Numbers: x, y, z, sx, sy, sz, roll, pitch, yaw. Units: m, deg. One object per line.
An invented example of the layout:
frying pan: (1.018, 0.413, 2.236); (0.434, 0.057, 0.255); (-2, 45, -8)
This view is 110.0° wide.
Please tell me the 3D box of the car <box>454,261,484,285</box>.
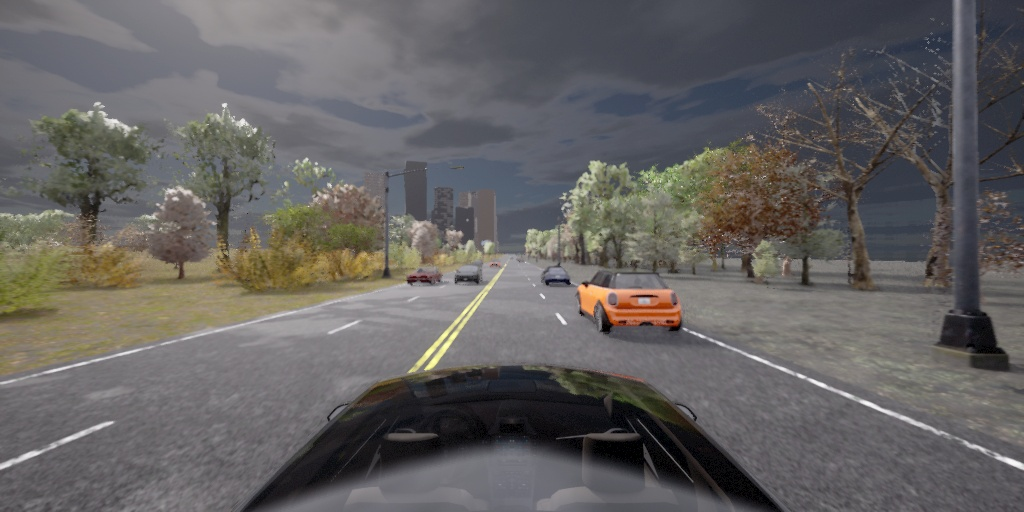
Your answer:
car: (-3.346, 1.413, 28.372); (1.882, 1.535, 5.008); (0, 0, 0)

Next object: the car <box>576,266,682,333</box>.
car: (3.346, 1.177, 11.182); (2.097, 1.767, 4.553); (0, -1, 0)

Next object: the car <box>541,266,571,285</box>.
car: (3.346, 1.493, 28.082); (1.994, 1.385, 4.181); (0, -1, 0)

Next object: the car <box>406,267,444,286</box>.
car: (-6.598, 1.531, 27.481); (1.895, 1.301, 4.718); (0, 0, 0)
